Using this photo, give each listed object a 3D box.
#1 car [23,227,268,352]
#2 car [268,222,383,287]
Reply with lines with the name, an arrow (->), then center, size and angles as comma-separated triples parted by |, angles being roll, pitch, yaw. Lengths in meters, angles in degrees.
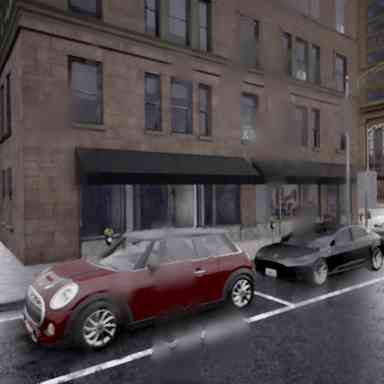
car -> -0.809, 1.438, 6.086 | 4.097, 1.590, 1.967 | 0, -1, -36
car -> 3.671, 1.561, 9.286 | 4.313, 1.339, 1.947 | 0, -1, -36
